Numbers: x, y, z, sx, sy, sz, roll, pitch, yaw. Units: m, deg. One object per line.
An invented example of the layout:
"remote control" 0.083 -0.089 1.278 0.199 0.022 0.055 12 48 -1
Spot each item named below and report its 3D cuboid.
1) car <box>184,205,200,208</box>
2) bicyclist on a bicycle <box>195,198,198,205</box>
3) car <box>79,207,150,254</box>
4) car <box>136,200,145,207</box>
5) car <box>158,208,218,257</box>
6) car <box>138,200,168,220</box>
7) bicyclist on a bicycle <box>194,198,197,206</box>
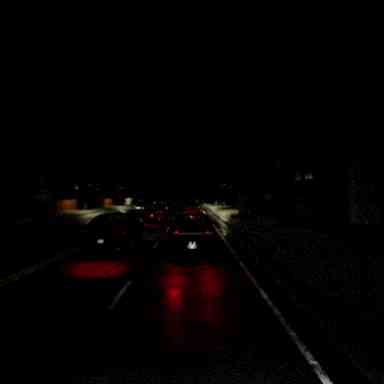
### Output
"car" 0.029 1.816 28.917 1.812 1.442 4.674 0 0 1
"bicyclist on a bicycle" 0.894 2.233 67.499 0.866 1.612 1.509 0 -1 0
"car" -3.220 1.614 14.260 1.882 1.535 5.008 0 0 0
"car" -9.748 2.313 65.631 2.033 1.411 5.357 0 -1 0
"car" 0.024 1.622 13.518 2.128 1.511 4.902 0 0 1
"car" -3.218 1.772 29.280 1.882 1.535 5.008 0 0 1
"bicyclist on a bicycle" 0.899 2.286 76.498 0.659 1.776 1.843 0 -1 0
